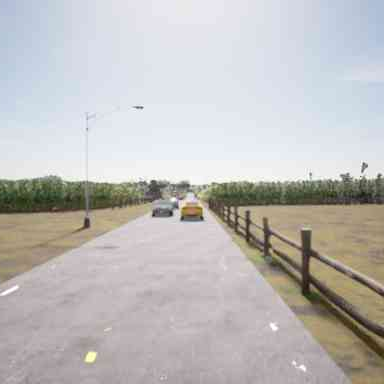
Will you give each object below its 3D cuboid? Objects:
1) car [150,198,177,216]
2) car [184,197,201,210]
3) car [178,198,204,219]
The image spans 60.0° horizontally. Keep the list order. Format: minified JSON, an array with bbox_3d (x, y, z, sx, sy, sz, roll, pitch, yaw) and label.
[{"bbox_3d":[-2.738,1.516,32.155,1.812,1.442,4.674,0,0,0],"label":"car"},{"bbox_3d":[0.078,1.515,44.798,2.128,1.511,4.902,0,0,0],"label":"car"},{"bbox_3d":[0.023,1.466,28.945,1.882,1.535,5.008,0,0,0],"label":"car"}]
